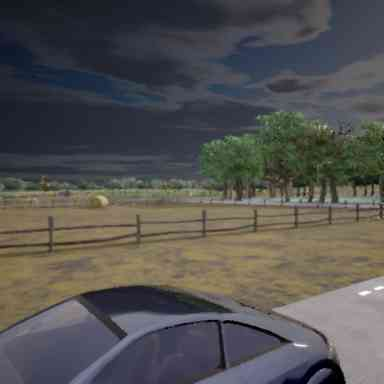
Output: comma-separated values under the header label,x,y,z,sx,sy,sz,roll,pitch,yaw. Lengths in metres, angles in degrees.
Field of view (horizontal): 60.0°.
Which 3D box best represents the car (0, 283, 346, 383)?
label,x,y,z,sx,sy,sz,roll,pitch,yaw
car,-0.644,1.562,2.612,4.181,1.385,1.994,0,0,-36
